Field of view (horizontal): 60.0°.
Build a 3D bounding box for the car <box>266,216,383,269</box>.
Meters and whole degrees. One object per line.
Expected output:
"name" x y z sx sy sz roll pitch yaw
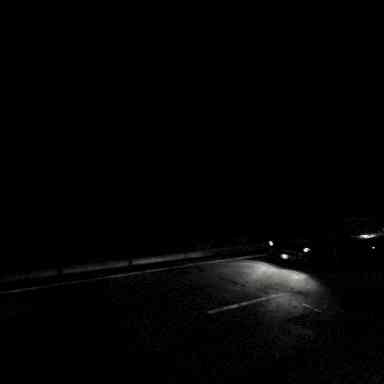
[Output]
"car" 5.036 1.526 11.271 5.357 1.411 2.033 0 0 -31
